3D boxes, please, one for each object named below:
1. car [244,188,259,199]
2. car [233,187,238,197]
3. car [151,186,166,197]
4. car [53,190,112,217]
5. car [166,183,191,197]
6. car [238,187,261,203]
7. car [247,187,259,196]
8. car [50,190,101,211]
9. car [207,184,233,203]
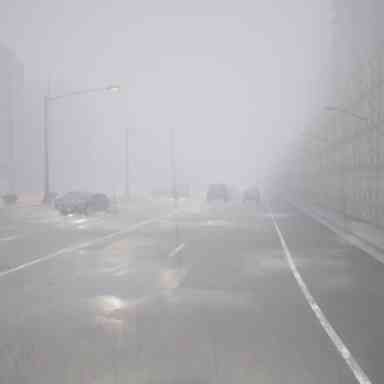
[{"bbox_3d":[8.475,0.131,46.870,1.994,1.385,4.181,0,2,11],"label":"car"},{"bbox_3d":[4.967,0.099,47.177,2.033,1.411,5.357,0,2,11],"label":"car"},{"bbox_3d":[-4.835,-0.130,51.796,1.882,1.535,5.008,0,1,12],"label":"car"},{"bbox_3d":[-7.131,0.785,22.819,1.837,1.490,4.892,0,2,11],"label":"car"},{"bbox_3d":[-1.694,-0.315,49.701,2.150,2.045,5.566,0,2,12],"label":"car"},{"bbox_3d":[6.559,0.422,36.773,2.033,1.411,5.357,0,2,11],"label":"car"},{"bbox_3d":[10.432,-0.184,56.680,2.033,1.411,5.357,0,2,11],"label":"car"},{"bbox_3d":[-9.662,0.621,28.010,1.837,1.490,4.892,0,2,11],"label":"car"},{"bbox_3d":[2.967,0.090,36.670,2.150,2.045,5.566,0,1,11],"label":"car"}]
